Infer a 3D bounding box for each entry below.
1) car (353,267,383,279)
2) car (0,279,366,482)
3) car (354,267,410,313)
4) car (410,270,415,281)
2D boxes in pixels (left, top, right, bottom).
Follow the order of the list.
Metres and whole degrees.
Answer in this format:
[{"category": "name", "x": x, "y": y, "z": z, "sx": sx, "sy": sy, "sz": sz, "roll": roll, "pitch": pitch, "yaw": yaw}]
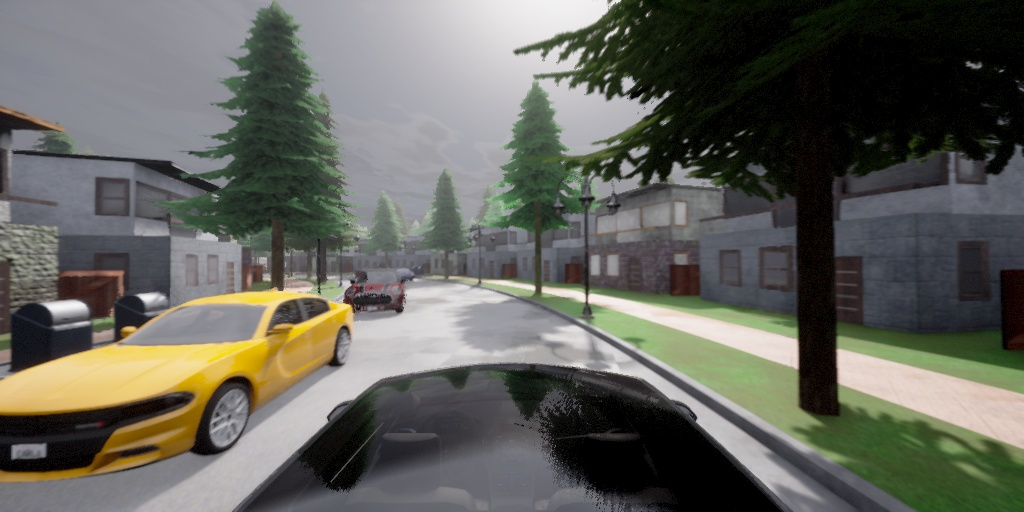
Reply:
[{"category": "car", "x": -18.240, "y": 2.098, "z": 45.321, "sx": 1.895, "sy": 1.301, "sz": 4.718, "roll": 0, "pitch": -1, "yaw": -43}, {"category": "car", "x": -4.013, "y": 1.306, "z": 5.323, "sx": 1.882, "sy": 1.535, "sz": 5.008, "roll": 0, "pitch": -1, "yaw": -5}, {"category": "car", "x": -5.559, "y": 1.331, "z": 15.083, "sx": 2.097, "sy": 1.767, "sz": 4.553, "roll": 0, "pitch": -1, "yaw": -14}, {"category": "car", "x": -11.763, "y": 1.889, "z": 37.549, "sx": 2.033, "sy": 1.411, "sz": 5.357, "roll": 0, "pitch": -1, "yaw": -34}]
